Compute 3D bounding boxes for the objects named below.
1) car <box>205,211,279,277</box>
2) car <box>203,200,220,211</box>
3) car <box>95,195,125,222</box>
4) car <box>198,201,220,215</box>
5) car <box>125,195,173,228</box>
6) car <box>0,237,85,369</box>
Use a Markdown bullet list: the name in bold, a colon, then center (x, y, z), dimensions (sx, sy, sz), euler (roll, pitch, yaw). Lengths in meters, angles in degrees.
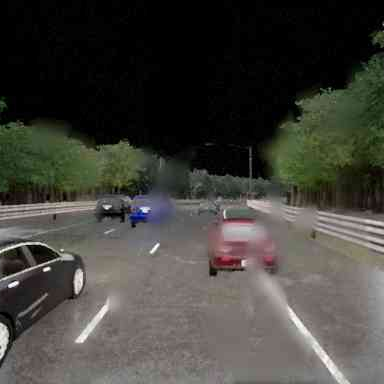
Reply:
- **car**: center (1.397, 1.526, 10.196), dimensions (1.812, 1.442, 4.674), euler (0, 0, 2)
- **car**: center (2.713, 1.858, 45.235), dimensions (1.994, 1.385, 4.181), euler (0, -1, 7)
- **car**: center (-5.907, 1.269, 26.516), dimensions (2.150, 2.045, 5.566), euler (0, 0, 4)
- **car**: center (1.756, 1.701, 35.449), dimensions (1.994, 1.385, 4.181), euler (0, -1, 7)
- **car**: center (-2.643, 1.245, 22.606), dimensions (2.150, 2.045, 5.566), euler (0, 0, 3)
- **car**: center (-3.295, 1.504, 5.503), dimensions (1.837, 1.490, 4.892), euler (0, -1, 1)
